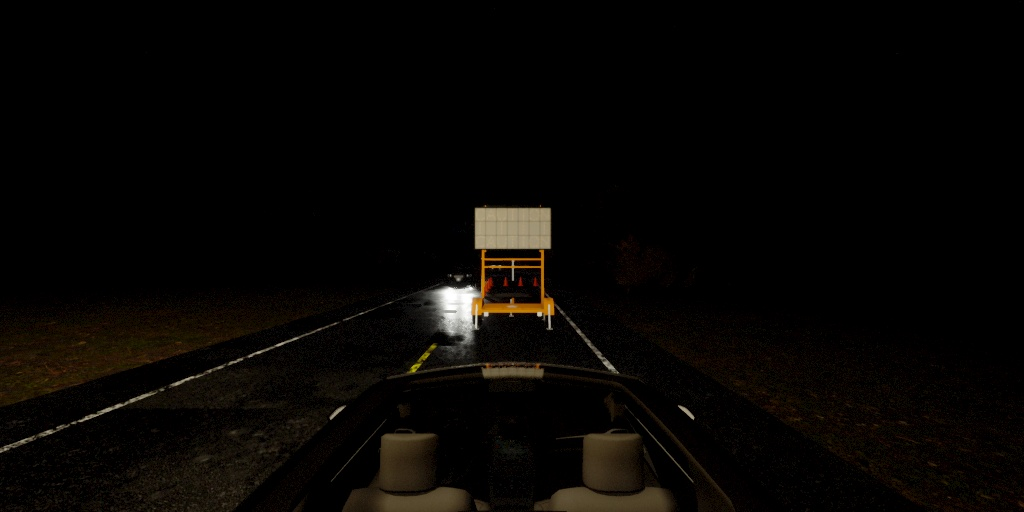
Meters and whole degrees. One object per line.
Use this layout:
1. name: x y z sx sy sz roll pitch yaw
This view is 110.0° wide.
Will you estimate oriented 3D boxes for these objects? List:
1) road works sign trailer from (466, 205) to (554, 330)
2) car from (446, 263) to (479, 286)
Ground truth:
1. road works sign trailer: 0.028 0.215 11.140 2.380 3.560 2.880 0 0 0
2. car: -3.427 1.247 25.484 2.128 1.511 4.902 0 0 0
